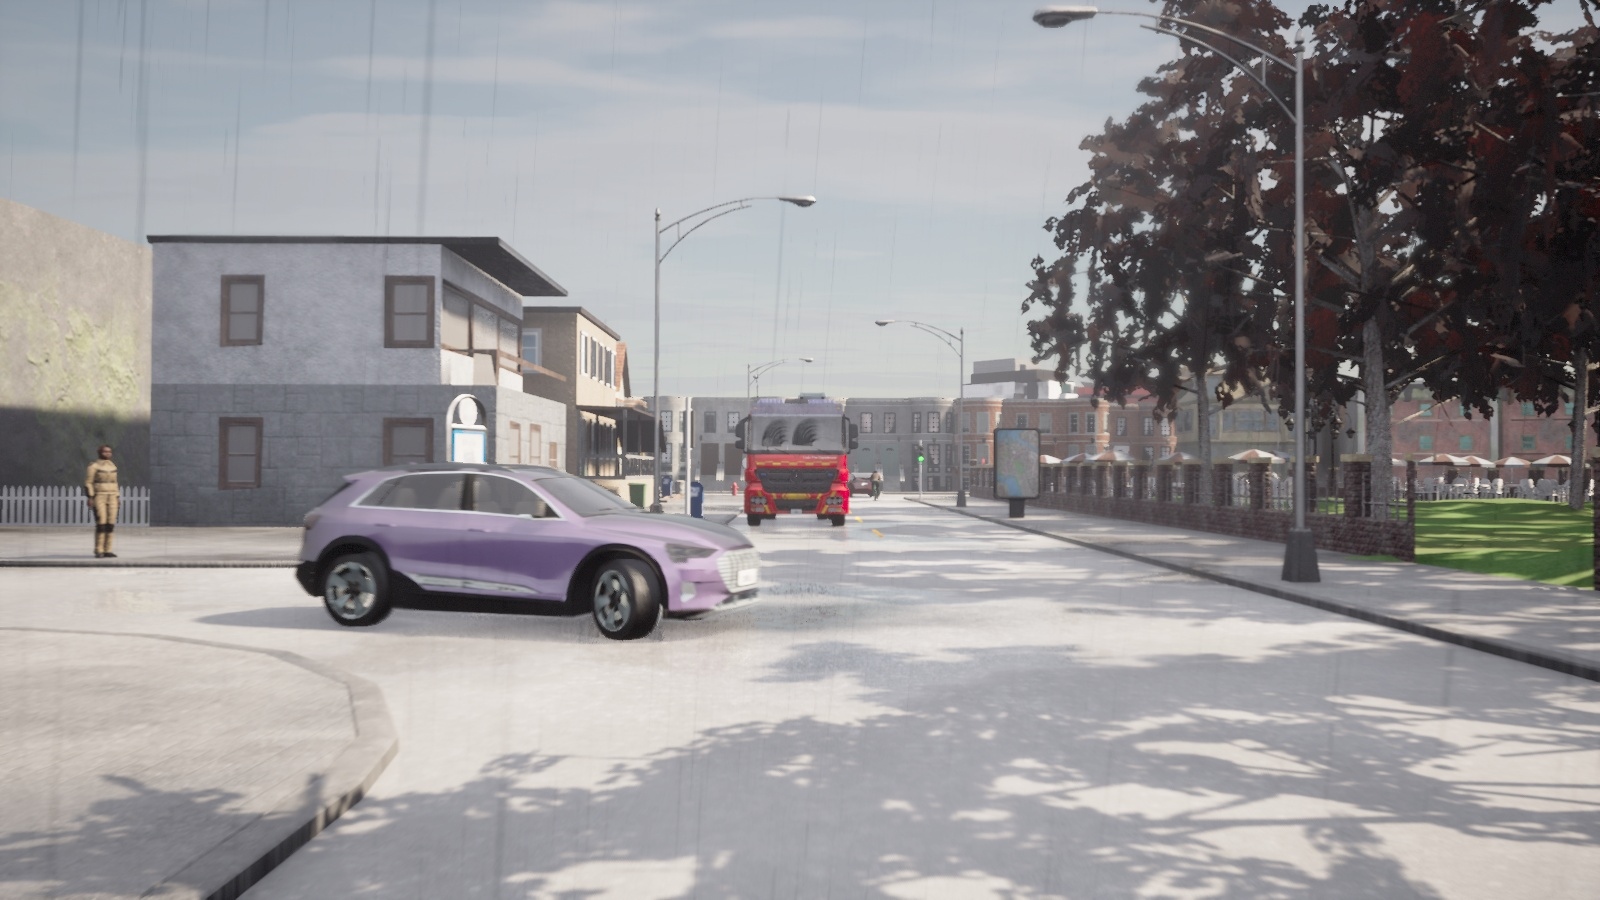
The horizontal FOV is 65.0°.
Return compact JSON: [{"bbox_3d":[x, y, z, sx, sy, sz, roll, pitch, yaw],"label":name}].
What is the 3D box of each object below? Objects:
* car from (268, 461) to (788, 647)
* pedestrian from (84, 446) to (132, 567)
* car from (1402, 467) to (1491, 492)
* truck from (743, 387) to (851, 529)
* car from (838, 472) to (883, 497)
[{"bbox_3d":[-2.748,0.970,12.890,4.856,1.649,2.033,-1,-2,19],"label":"car"},{"bbox_3d":[-11.263,0.910,20.447,0.692,1.930,0.396,-1,-1,33],"label":"pedestrian"},{"bbox_3d":[42.872,1.964,83.355,4.856,1.649,2.033,0,-1,11],"label":"car"},{"bbox_3d":[-0.098,0.286,38.119,2.891,3.827,8.468,0,-1,0],"label":"truck"},{"bbox_3d":[3.659,2.070,76.181,2.163,1.488,4.792,0,-1,-4],"label":"car"}]
